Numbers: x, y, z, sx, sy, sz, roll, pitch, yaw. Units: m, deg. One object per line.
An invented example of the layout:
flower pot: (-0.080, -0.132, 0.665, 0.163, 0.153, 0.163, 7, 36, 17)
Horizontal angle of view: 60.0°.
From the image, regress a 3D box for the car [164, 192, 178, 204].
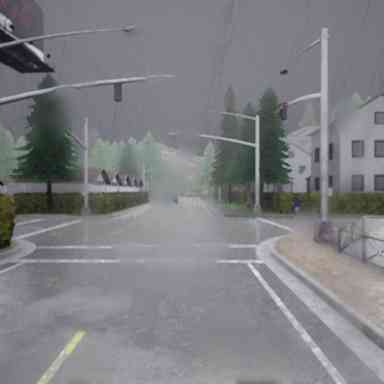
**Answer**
car: (-3.533, 0.998, 56.465, 2.150, 2.045, 5.566, 0, 0, 0)
